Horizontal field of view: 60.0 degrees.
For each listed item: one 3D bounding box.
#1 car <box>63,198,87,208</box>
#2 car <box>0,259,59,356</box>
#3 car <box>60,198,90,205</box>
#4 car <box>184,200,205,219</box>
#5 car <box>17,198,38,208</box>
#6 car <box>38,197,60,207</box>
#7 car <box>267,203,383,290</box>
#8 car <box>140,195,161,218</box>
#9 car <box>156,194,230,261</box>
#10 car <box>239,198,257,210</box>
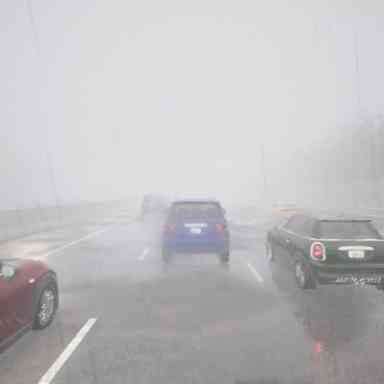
[{"bbox_3d":[-17.294,1.610,49.235,1.994,1.385,4.181,0,0,1],"label":"car"},{"bbox_3d":[-3.394,1.351,4.030,2.097,1.767,4.553,0,0,0],"label":"car"},{"bbox_3d":[-13.893,1.527,40.814,2.128,1.511,4.902,0,0,1],"label":"car"},{"bbox_3d":[0.212,1.526,30.769,1.837,1.490,4.892,0,0,0],"label":"car"},{"bbox_3d":[-24.282,1.571,49.742,1.812,1.442,4.674,0,0,1],"label":"car"},{"bbox_3d":[-20.781,1.551,50.072,1.837,1.490,4.892,0,0,1],"label":"car"},{"bbox_3d":[3.513,1.351,9.231,2.097,1.767,4.553,0,0,0],"label":"car"},{"bbox_3d":[-3.293,1.242,30.264,2.150,2.045,5.566,0,0,0],"label":"car"},{"bbox_3d":[0.122,1.223,12.358,2.150,2.045,5.566,0,0,0],"label":"car"},{"bbox_3d":[7.306,1.568,43.403,1.812,1.442,4.674,0,0,1],"label":"car"}]
